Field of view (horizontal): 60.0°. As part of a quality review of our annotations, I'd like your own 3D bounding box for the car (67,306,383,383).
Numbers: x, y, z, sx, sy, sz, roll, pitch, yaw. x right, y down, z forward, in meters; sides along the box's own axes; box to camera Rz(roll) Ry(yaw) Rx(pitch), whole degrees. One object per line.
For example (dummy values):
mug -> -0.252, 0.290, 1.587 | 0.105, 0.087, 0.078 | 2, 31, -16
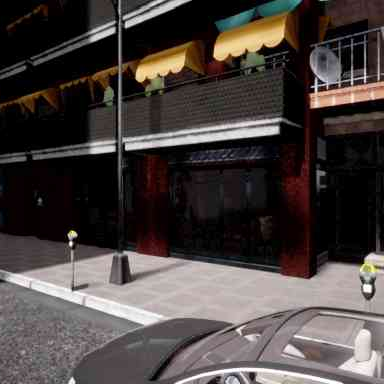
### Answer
car -> 0.894, 1.551, 2.234 | 4.403, 1.369, 2.008 | 0, 0, 36
